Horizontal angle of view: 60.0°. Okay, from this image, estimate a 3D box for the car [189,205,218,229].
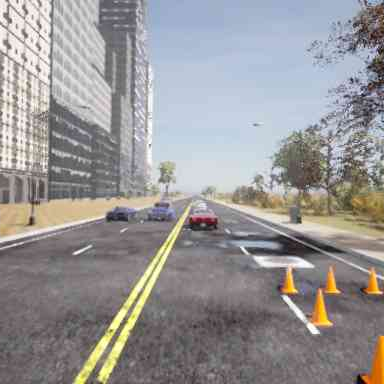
[{"bbox_3d":[0.773,1.839,23.619,1.895,1.301,4.718,1,-1,1],"label":"car"}]

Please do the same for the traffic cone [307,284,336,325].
[{"bbox_3d":[2.307,2.048,6.009,0.340,0.580,0.340,1,-1,1],"label":"traffic cone"}]

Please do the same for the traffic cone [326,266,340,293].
[{"bbox_3d":[3.333,2.083,7.995,0.340,0.580,0.340,1,-1,1],"label":"traffic cone"}]

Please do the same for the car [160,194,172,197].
[{"bbox_3d":[-5.229,1.424,68.620,2.150,2.045,5.566,1,-1,1],"label":"car"}]

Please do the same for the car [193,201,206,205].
[{"bbox_3d":[1.095,2.006,48.204,1.812,1.442,4.674,1,-1,1],"label":"car"}]

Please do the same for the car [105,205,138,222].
[{"bbox_3d":[-5.866,1.781,28.114,1.895,1.301,4.718,1,-1,1],"label":"car"}]

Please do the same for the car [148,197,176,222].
[{"bbox_3d":[-2.595,1.593,29.193,2.097,1.767,4.553,1,-1,1],"label":"car"}]

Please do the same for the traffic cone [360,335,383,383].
[{"bbox_3d":[2.281,2.029,4.009,0.340,0.580,0.340,1,-1,1],"label":"traffic cone"}]

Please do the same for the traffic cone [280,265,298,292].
[{"bbox_3d":[2.333,2.068,8.008,0.340,0.580,0.340,1,-1,1],"label":"traffic cone"}]

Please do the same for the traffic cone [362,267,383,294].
[{"bbox_3d":[4.333,2.098,7.982,0.340,0.580,0.340,1,-1,1],"label":"traffic cone"}]
